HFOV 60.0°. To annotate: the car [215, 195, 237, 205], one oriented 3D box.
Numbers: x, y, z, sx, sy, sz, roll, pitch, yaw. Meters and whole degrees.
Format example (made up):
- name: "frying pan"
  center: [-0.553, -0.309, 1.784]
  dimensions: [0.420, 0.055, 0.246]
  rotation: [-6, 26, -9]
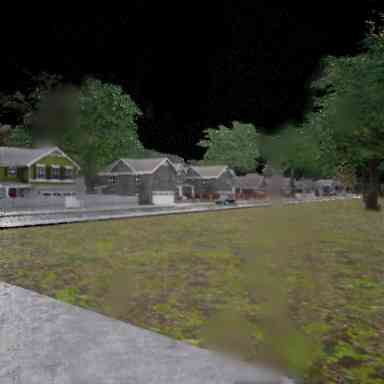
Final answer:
- name: "car"
  center: [5.473, 1.278, 52.964]
  dimensions: [1.837, 1.490, 4.892]
  rotation: [0, 0, 35]
